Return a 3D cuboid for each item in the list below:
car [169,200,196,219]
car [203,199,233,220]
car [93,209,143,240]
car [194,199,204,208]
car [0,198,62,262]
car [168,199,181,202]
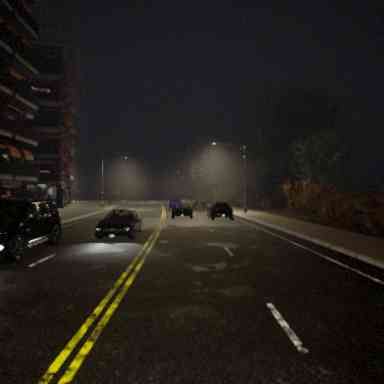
[{"bbox_3d":[-0.987,1.733,31.080,1.895,1.301,4.718,0,0,-4],"label":"car"},{"bbox_3d":[2.387,1.627,29.193,1.837,1.490,4.892,0,0,-3],"label":"car"},{"bbox_3d":[-3.726,1.628,17.797,2.033,1.411,5.357,0,0,-2],"label":"car"},{"bbox_3d":[1.021,1.676,46.510,2.128,1.511,4.902,0,0,-5],"label":"car"},{"bbox_3d":[-6.816,1.282,12.683,2.150,2.045,5.566,0,0,-2],"label":"car"},{"bbox_3d":[-2.343,1.670,47.550,1.882,1.535,5.008,0,0,-5],"label":"car"}]
